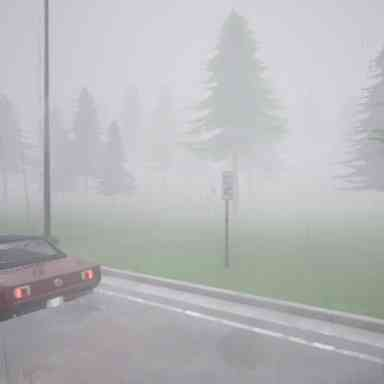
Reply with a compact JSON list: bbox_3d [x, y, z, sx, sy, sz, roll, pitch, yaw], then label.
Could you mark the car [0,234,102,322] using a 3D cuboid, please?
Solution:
[{"bbox_3d":[-4.122,1.539,6.787,4.718,1.301,1.895,0,1,34],"label":"car"}]
